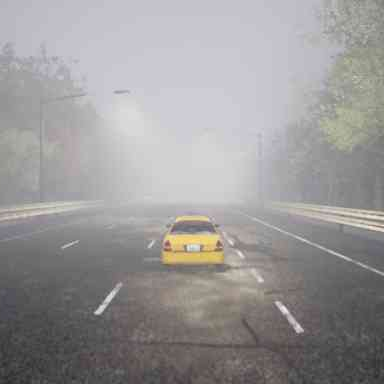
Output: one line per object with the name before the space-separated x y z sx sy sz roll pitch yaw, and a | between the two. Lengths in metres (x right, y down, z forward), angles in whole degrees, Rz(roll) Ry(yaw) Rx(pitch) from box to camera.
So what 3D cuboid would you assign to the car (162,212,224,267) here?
car | 0.024 1.458 11.375 1.801 1.575 5.366 0 0 0
